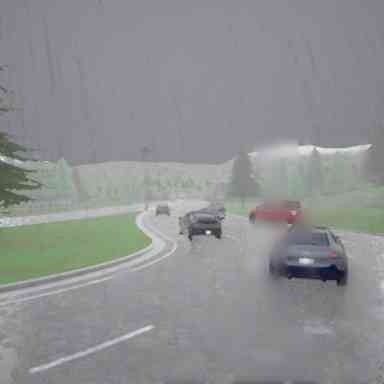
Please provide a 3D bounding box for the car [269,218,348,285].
[{"bbox_3d":[3.574,1.720,10.157,1.994,1.385,4.181,-1,-1,21],"label":"car"}]

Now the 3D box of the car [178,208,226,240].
[{"bbox_3d":[0.375,1.889,19.631,1.837,1.490,4.892,1,-1,-11],"label":"car"}]

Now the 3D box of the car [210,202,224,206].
[{"bbox_3d":[3.181,2.178,44.392,2.097,1.767,4.553,-1,-1,-6],"label":"car"}]

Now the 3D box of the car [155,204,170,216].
[{"bbox_3d":[-4.017,2.450,46.166,2.128,1.511,4.902,-1,-1,-5],"label":"car"}]

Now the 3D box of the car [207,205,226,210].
[{"bbox_3d":[1.530,2.187,30.889,1.895,1.301,4.718,-1,-1,-11],"label":"car"}]

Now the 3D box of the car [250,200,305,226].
[{"bbox_3d":[6.344,1.632,25.245,2.150,2.045,5.566,-1,-1,-14],"label":"car"}]
